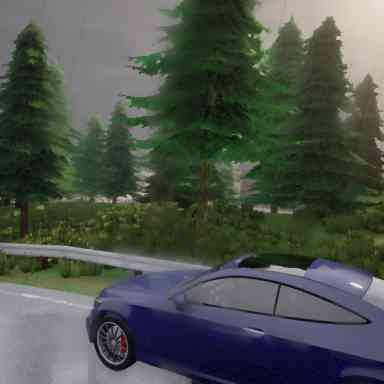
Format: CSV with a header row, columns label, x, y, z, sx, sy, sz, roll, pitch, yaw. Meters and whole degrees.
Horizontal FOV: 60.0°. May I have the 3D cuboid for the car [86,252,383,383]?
label,x,y,z,sx,sy,sz,roll,pitch,yaw
car,0.804,1.499,4.066,4.674,1.442,1.812,1,1,31
